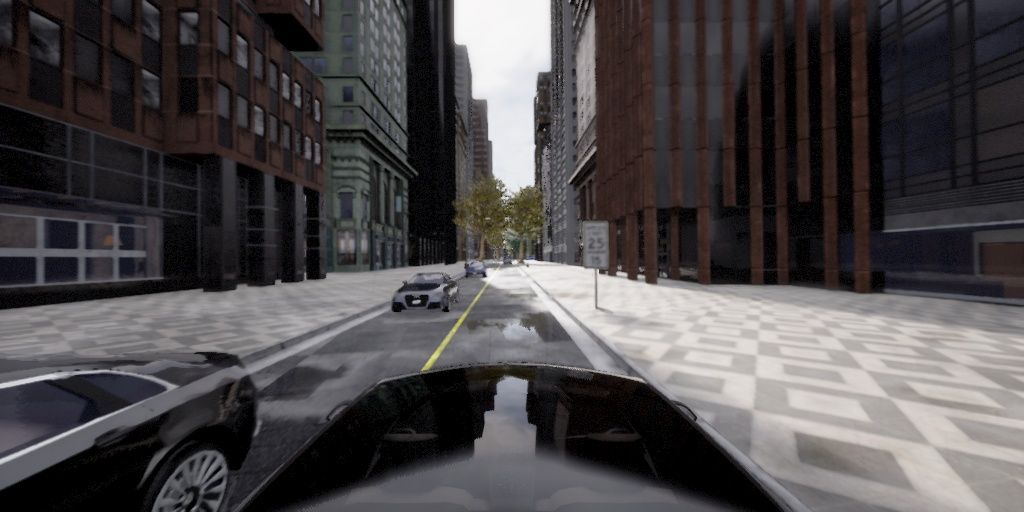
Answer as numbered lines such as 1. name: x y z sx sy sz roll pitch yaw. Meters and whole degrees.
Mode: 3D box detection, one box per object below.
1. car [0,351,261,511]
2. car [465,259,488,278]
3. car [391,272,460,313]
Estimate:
1. car: -3.071 1.275 1.055 2.128 1.511 4.902 -1 0 -1
2. car: -3.407 1.304 34.875 1.812 1.442 4.674 -1 0 -1
3. car: -3.232 1.345 14.070 1.994 1.385 4.181 -1 0 -1
